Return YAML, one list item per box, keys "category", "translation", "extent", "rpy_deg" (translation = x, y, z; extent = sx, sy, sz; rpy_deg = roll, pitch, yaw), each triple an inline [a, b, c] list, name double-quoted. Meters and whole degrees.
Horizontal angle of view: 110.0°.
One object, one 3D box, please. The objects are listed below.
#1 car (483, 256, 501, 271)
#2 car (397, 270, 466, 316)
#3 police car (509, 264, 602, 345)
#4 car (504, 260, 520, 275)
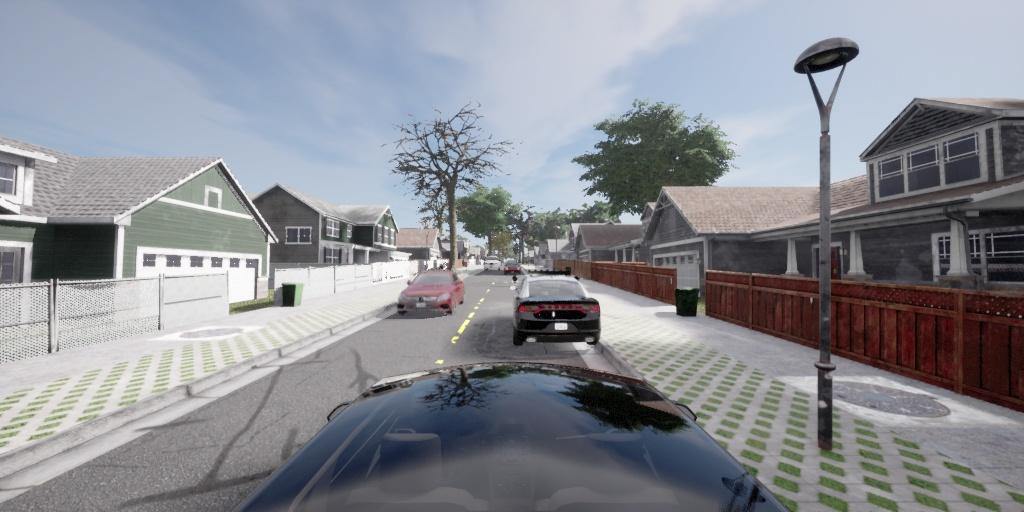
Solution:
- category: "car"
  translation: [-2.745, 1.041, 50.174]
  extent: [2.150, 2.045, 5.566]
  rpy_deg: [0, 0, 0]
- category: "car"
  translation: [-2.848, 1.280, 13.555]
  extent: [1.812, 1.442, 4.674]
  rpy_deg: [0, 0, 0]
- category: "police car"
  translation: [0.964, 1.178, 9.624]
  extent: [1.930, 1.638, 5.238]
  rpy_deg: [0, 0, 0]
- category: "car"
  translation: [0.085, 1.379, 39.520]
  extent: [1.895, 1.301, 4.718]
  rpy_deg: [0, 0, 0]
